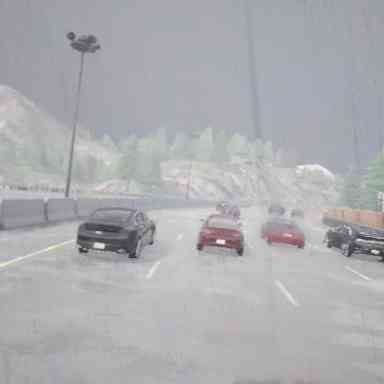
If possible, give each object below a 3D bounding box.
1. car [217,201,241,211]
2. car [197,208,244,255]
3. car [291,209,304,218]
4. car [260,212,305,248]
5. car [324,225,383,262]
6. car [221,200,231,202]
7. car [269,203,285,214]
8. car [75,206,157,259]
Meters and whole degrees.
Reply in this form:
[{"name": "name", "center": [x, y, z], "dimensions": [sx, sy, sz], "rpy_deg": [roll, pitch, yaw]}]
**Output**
[{"name": "car", "center": [4.082, 2.119, 35.578], "dimensions": [2.033, 1.411, 5.357], "rpy_deg": [6, 0, 13]}, {"name": "car", "center": [1.271, 1.714, 14.695], "dimensions": [1.812, 1.442, 4.674], "rpy_deg": [6, 0, 4]}, {"name": "car", "center": [19.078, 3.811, 59.810], "dimensions": [1.837, 1.490, 4.892], "rpy_deg": [5, -1, 24]}, {"name": "car", "center": [5.057, 2.184, 18.829], "dimensions": [1.994, 1.385, 4.181], "rpy_deg": [6, 0, 6]}, {"name": "car", "center": [8.356, 2.469, 17.137], "dimensions": [2.128, 1.511, 4.902], "rpy_deg": [6, 0, 6]}, {"name": "car", "center": [5.450, 2.134, 53.042], "dimensions": [2.097, 1.767, 4.553], "rpy_deg": [6, 0, 19]}, {"name": "car", "center": [15.569, 3.142, 60.847], "dimensions": [2.150, 2.045, 5.566], "rpy_deg": [6, -1, 24]}, {"name": "car", "center": [-2.463, 1.273, 11.783], "dimensions": [1.837, 1.490, 4.892], "rpy_deg": [6, 0, 3]}]
